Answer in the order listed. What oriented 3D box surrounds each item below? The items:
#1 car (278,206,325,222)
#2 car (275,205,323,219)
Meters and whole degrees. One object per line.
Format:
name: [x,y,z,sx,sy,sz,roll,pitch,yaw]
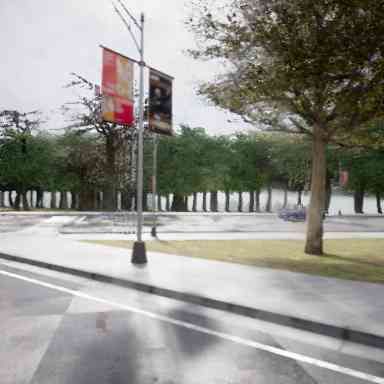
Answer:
car: [11.887,2.389,35.977,5.008,1.535,1.882,1,1,-11]
car: [12.654,2.386,39.440,4.902,1.511,2.128,1,1,-11]
